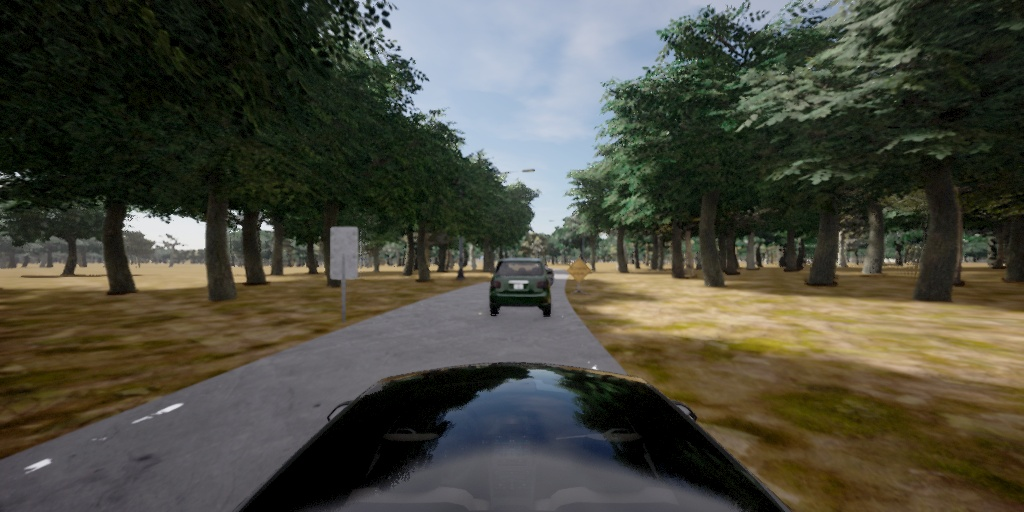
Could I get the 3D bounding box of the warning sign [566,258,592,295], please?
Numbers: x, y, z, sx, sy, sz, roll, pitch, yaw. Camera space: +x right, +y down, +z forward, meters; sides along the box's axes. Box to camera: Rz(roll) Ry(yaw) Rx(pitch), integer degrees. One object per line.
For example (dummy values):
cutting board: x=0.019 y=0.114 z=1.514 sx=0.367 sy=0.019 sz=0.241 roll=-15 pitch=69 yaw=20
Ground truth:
warning sign: x=3.503 y=1.040 z=18.836 sx=1.300 sy=1.860 sz=1.060 roll=0 pitch=0 yaw=6

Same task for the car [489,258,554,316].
car: x=0.440 y=1.097 z=14.239 sx=2.150 sy=2.045 sz=5.566 roll=0 pitch=0 yaw=5
